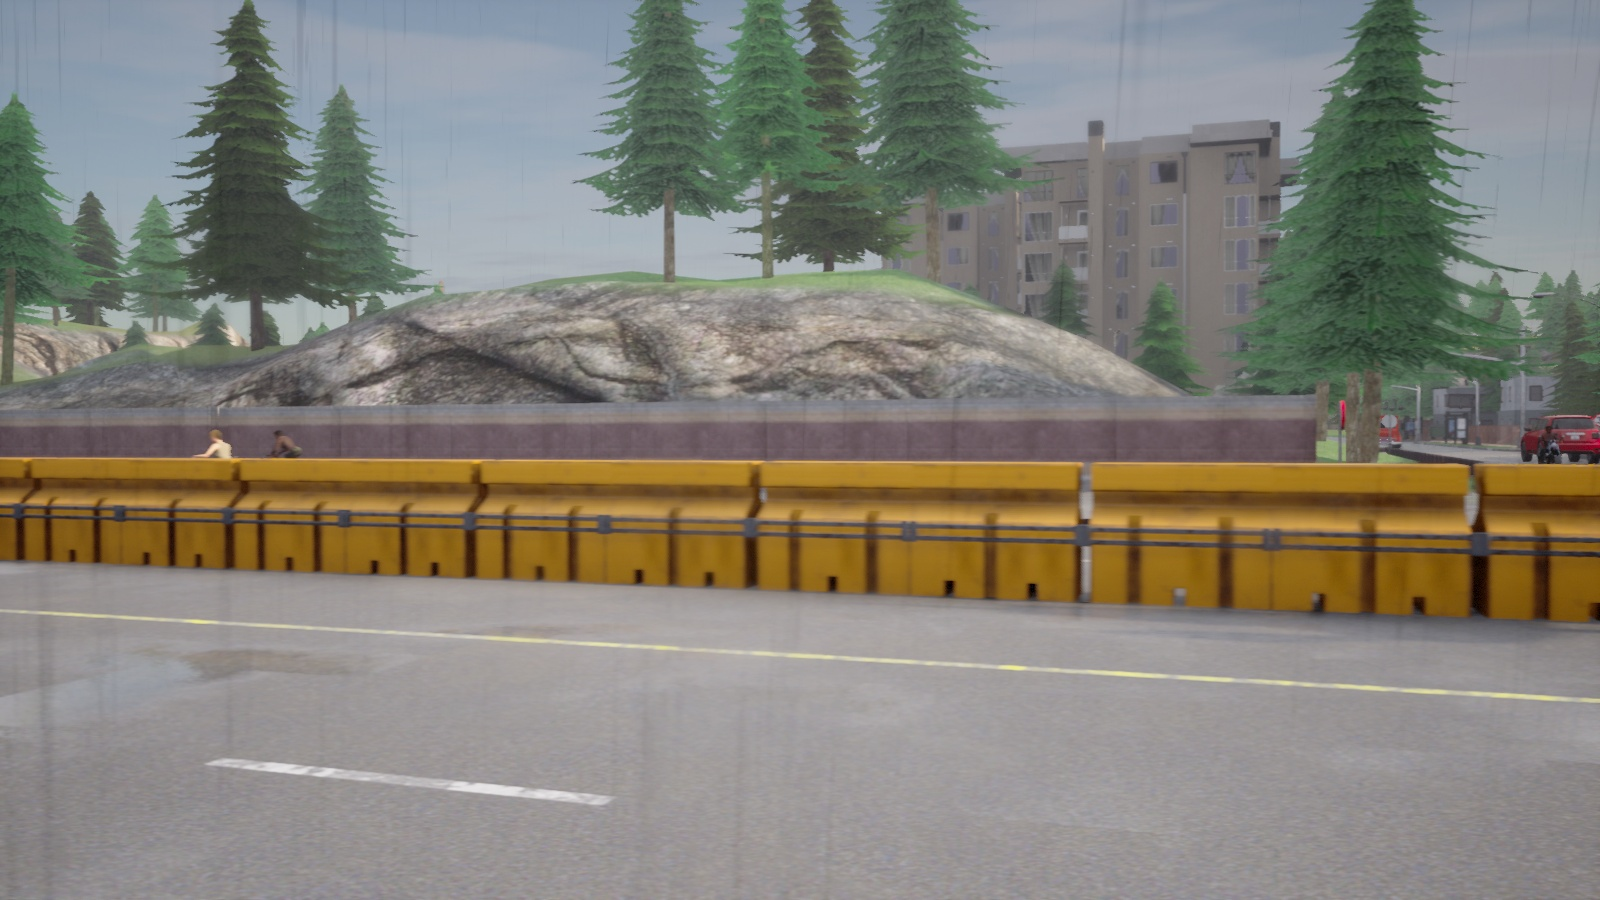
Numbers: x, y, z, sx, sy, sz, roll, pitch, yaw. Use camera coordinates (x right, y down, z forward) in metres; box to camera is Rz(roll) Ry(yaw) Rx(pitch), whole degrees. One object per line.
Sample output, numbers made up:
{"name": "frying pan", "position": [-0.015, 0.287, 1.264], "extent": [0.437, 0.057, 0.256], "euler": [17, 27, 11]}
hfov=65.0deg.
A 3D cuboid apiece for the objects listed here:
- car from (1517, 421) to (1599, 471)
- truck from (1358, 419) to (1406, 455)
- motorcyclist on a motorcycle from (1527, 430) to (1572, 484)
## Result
{"name": "car", "position": [32.656, -0.217, 54.036], "extent": [2.150, 2.045, 5.566], "euler": [1, 1, 20]}
{"name": "truck", "position": [41.766, -0.968, 90.239], "extent": [2.627, 2.467, 5.204], "euler": [1, 1, 19]}
{"name": "motorcyclist on a motorcycle", "position": [24.143, 0.200, 40.478], "extent": [0.766, 1.649, 2.350], "euler": [1, 1, 19]}
